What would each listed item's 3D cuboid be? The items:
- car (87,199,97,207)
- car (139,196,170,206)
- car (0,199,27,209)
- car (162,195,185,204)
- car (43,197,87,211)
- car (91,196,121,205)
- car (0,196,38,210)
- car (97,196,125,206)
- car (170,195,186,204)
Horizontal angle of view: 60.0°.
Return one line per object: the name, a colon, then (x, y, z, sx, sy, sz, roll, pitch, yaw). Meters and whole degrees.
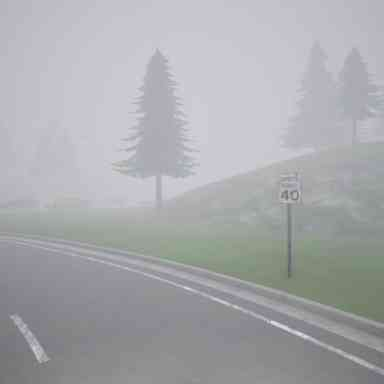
car: (-16.376, 1.556, 46.204, 2.033, 1.411, 5.357, 0, 0, 38)
car: (-6.245, 1.611, 53.517, 1.895, 1.301, 4.718, 0, 0, 38)
car: (-25.580, 1.609, 45.770, 1.895, 1.301, 4.718, 0, 0, 38)
car: (-3.761, 1.417, 67.971, 2.097, 1.767, 4.553, 0, 0, 38)
car: (-15.934, 1.360, 41.070, 2.097, 1.767, 4.553, 0, 0, 38)
car: (-15.174, 1.489, 59.133, 1.882, 1.535, 5.008, 0, 0, 38)
car: (-22.766, 1.359, 43.685, 2.097, 1.767, 4.553, 0, 0, 38)
car: (-13.408, 1.500, 55.710, 2.128, 1.511, 4.902, 0, 0, 38)
car: (-3.330, 1.613, 62.885, 1.895, 1.301, 4.718, 0, 0, 38)
